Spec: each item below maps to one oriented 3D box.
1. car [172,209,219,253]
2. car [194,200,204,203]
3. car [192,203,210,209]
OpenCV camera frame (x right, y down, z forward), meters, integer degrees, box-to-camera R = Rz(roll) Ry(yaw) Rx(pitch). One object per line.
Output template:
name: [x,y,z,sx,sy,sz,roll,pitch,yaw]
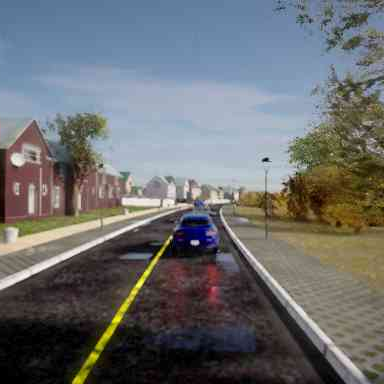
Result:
car: [0.178,1.673,14.342,1.812,1.442,4.674,0,0,2]
car: [1.309,2.284,64.868,1.882,1.535,5.008,0,-1,8]
car: [0.783,1.910,29.008,1.895,1.301,4.718,0,-1,3]
